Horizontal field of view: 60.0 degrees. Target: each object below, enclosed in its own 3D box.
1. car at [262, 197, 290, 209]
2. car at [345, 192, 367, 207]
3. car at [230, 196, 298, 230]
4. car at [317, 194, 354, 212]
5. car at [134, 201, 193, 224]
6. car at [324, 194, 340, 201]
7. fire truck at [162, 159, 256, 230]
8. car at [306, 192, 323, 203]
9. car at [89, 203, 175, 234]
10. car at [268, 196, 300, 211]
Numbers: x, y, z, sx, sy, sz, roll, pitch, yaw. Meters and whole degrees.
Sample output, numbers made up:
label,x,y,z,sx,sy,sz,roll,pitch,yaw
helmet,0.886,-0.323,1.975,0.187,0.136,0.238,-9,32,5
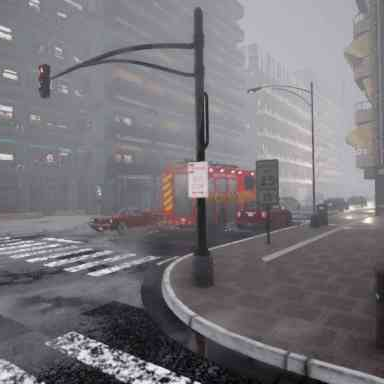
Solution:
label,x,y,z,sx,sy,sz,roll,pitch,yaw
car,10.711,1.310,42.208,1.947,1.339,4.313,-1,0,36
car,20.817,1.087,41.840,1.887,1.381,4.507,-1,0,36
car,4.203,1.200,18.906,1.967,1.590,4.097,-1,0,36
car,14.136,1.195,32.692,1.947,1.339,4.313,-1,0,36
car,-2.003,1.458,24.954,1.887,1.381,4.507,-1,0,36
car,27.415,1.083,65.079,2.008,1.369,4.403,-1,0,36
fire truck,1.914,0.140,20.552,2.891,3.827,8.468,-1,-1,36
car,20.729,0.930,55.931,2.192,1.841,5.009,-1,0,36
car,-3.334,1.511,18.574,1.895,1.301,4.718,-1,0,35
car,10.390,1.232,37.363,1.837,1.490,4.892,-1,0,37
